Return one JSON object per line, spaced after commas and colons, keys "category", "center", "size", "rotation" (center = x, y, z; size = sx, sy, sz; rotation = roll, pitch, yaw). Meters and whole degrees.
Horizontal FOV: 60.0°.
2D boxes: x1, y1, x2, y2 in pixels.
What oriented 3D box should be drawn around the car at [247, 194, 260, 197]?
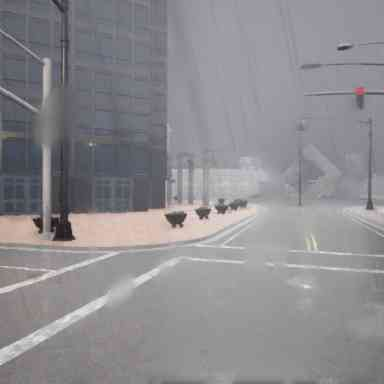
{"category": "car", "center": [17.664, 1.211, 93.031], "size": [4.892, 1.490, 1.837], "rotation": [0, 0, -25]}
